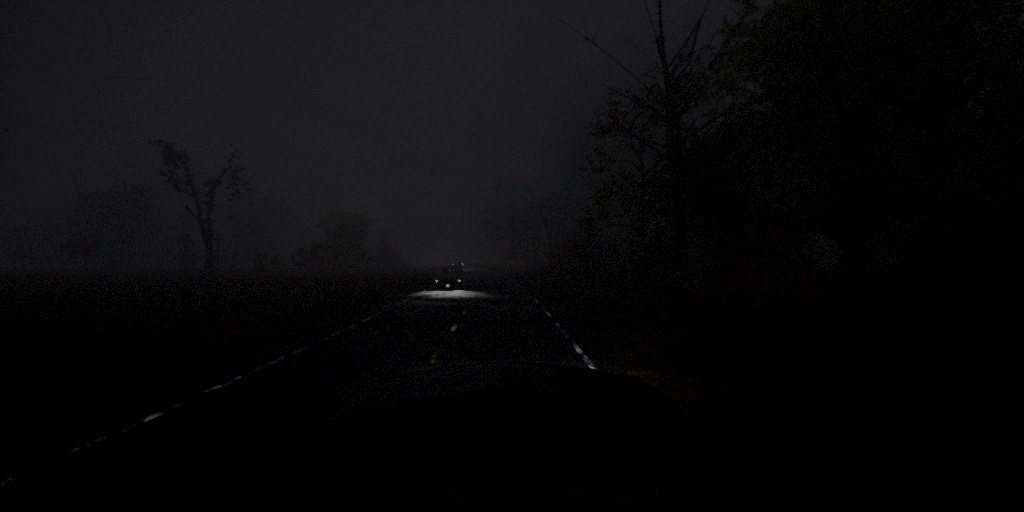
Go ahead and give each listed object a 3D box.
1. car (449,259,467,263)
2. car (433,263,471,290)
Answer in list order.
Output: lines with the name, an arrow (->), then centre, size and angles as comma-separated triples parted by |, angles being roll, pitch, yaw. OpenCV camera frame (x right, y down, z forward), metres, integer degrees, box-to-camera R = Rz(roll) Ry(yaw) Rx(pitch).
car -> -9.826, 1.402, 64.426 | 2.097, 1.767, 4.553 | 0, 0, -12
car -> -4.024, 1.404, 24.035 | 2.033, 1.411, 5.357 | 0, 0, -4
